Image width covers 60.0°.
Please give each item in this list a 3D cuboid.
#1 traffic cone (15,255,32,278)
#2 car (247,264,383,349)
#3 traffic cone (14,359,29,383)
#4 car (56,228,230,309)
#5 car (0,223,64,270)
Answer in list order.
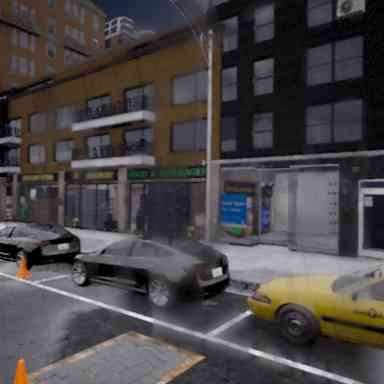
[{"bbox_3d":[-4.741,2.088,9.377,0.340,0.580,0.340,0,-1,37],"label":"traffic cone"},{"bbox_3d":[3.188,1.630,4.859,4.829,1.417,1.752,0,-1,37],"label":"car"},{"bbox_3d":[-1.739,2.006,3.379,0.340,0.580,0.340,0,-1,37],"label":"traffic cone"},{"bbox_3d":[-1.145,1.699,8.107,4.313,1.339,1.947,0,-1,37],"label":"car"},{"bbox_3d":[-5.614,1.728,11.458,4.313,1.339,1.947,0,-1,37],"label":"car"}]
